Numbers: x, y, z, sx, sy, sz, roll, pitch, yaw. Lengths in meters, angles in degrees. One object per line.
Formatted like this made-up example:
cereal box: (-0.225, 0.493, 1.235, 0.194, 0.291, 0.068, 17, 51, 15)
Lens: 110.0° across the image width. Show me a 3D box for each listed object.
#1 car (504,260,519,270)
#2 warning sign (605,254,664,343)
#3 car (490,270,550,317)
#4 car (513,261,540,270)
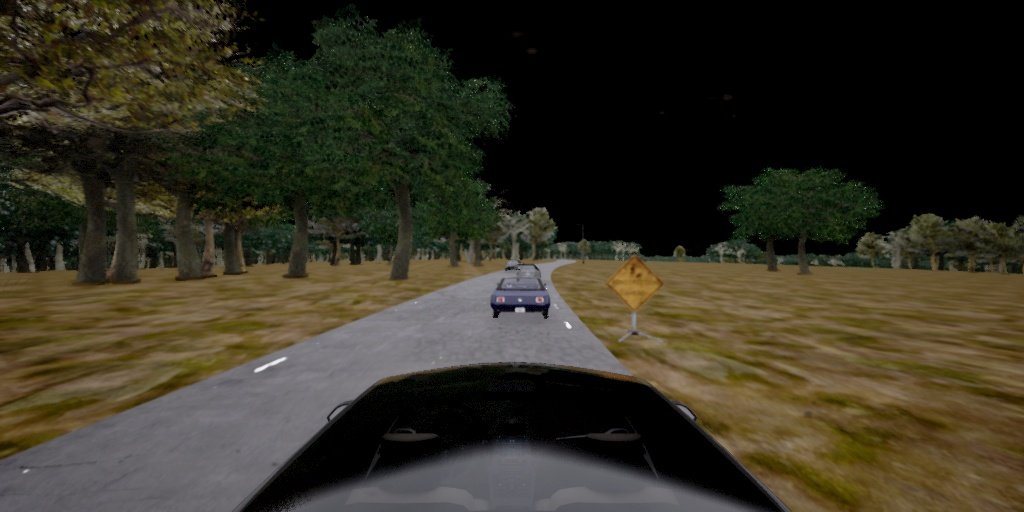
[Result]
car: (0.204, 1.314, 47.634, 1.837, 1.490, 4.892, 0, 0, 8)
warning sign: (2.719, 0.887, 8.025, 1.300, 1.860, 1.060, 0, 0, 1)
car: (0.346, 1.382, 13.246, 1.895, 1.301, 4.718, 0, 0, 2)
car: (1.414, 1.369, 30.202, 1.994, 1.385, 4.181, 0, 0, 5)
